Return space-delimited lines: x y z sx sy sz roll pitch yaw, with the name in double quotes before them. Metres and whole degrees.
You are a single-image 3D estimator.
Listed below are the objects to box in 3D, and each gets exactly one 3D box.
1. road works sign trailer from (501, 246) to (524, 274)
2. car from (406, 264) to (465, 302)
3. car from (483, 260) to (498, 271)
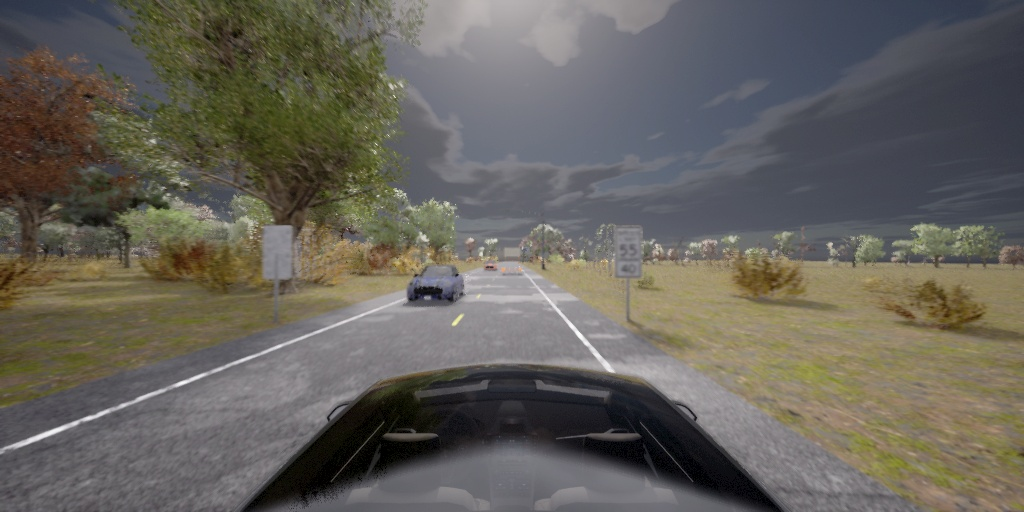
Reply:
"road works sign trailer" 0.014 0.520 45.904 2.380 3.560 2.880 0 0 0
"car" -3.592 1.209 17.565 2.097 1.767 4.553 0 0 0
"car" -3.516 1.504 59.137 2.097 1.767 4.553 0 0 1
